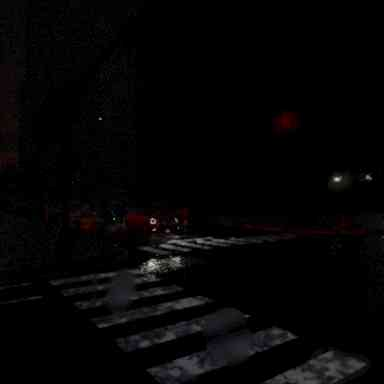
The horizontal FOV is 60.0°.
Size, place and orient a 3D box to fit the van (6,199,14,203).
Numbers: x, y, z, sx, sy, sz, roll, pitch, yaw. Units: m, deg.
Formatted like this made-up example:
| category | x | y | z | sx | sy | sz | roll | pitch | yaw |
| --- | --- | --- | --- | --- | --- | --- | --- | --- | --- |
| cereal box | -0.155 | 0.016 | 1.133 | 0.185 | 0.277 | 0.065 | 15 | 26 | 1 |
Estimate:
| category | x | y | z | sx | sy | sz | roll | pitch | yaw |
| --- | --- | --- | --- | --- | --- | --- | --- | --- | --- |
| van | -27.206 | 2.267 | 51.611 | 1.690 | 1.788 | 3.998 | 0 | -1 | -35 |

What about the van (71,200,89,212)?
| category | x | y | z | sx | sy | sz | roll | pitch | yaw |
| --- | --- | --- | --- | --- | --- | --- | --- | --- | --- |
| van | -18.079 | 2.279 | 53.514 | 1.690 | 1.788 | 3.998 | 0 | -1 | -35 |

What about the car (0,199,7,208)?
| category | x | y | z | sx | sy | sz | roll | pitch | yaw |
| --- | --- | --- | --- | --- | --- | --- | --- | --- | --- |
| car | -42.198 | 2.836 | 72.952 | 1.887 | 1.381 | 4.507 | 0 | -1 | -35 |

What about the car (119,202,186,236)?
| category | x | y | z | sx | sy | sz | roll | pitch | yaw |
| --- | --- | --- | --- | --- | --- | --- | --- | --- | --- |
| car | -2.657 | 1.733 | 21.259 | 2.097 | 1.767 | 4.553 | 1 | -1 | -34 |

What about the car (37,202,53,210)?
| category | x | y | z | sx | sy | sz | roll | pitch | yaw |
| --- | --- | --- | --- | --- | --- | --- | --- | --- | --- |
| car | -27.844 | 2.610 | 62.736 | 1.837 | 1.490 | 4.892 | 1 | -1 | -35 |

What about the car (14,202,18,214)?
| category | x | y | z | sx | sy | sz | roll | pitch | yaw |
| --- | --- | --- | --- | --- | --- | --- | --- | --- | --- |
| car | -21.587 | 2.330 | 43.614 | 1.887 | 1.381 | 4.507 | 0 | -1 | -35 |

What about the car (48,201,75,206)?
| category | x | y | z | sx | sy | sz | roll | pitch | yaw |
| --- | --- | --- | --- | --- | --- | --- | --- | --- | --- |
| car | -14.718 | 2.181 | 38.508 | 2.128 | 1.511 | 4.902 | 1 | -1 | -35 |

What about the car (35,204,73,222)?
| category | x | y | z | sx | sy | sz | roll | pitch | yaw |
| --- | --- | --- | --- | --- | --- | --- | --- | --- | --- |
| car | -13.160 | 2.124 | 31.621 | 2.008 | 1.369 | 4.403 | 0 | -1 | -35 |

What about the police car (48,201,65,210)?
| category | x | y | z | sx | sy | sz | roll | pitch | yaw |
| --- | --- | --- | --- | --- | --- | --- | --- | --- | --- |
| police car | -26.407 | 2.558 | 64.634 | 1.930 | 1.638 | 5.238 | 1 | -1 | -35 |

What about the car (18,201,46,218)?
| category | x | y | z | sx | sy | sz | roll | pitch | yaw |
| --- | --- | --- | --- | --- | --- | --- | --- | --- | --- |
| car | -18.781 | 2.030 | 39.618 | 2.192 | 1.841 | 5.009 | 0 | -1 | -35 |

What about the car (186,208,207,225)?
| category | x | y | z | sx | sy | sz | roll | pitch | yaw |
| --- | --- | --- | --- | --- | --- | --- | --- | --- | --- |
| car | -0.559 | 2.040 | 28.518 | 1.887 | 1.381 | 4.507 | 0 | -1 | -35 |

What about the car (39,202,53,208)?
| category | x | y | z | sx | sy | sz | roll | pitch | yaw |
| --- | --- | --- | --- | --- | --- | --- | --- | --- | --- |
| car | -32.632 | 2.861 | 74.167 | 1.947 | 1.339 | 4.313 | 0 | -1 | -35 |

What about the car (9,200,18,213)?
| category | x | y | z | sx | sy | sz | roll | pitch | yaw |
| --- | --- | --- | --- | --- | --- | --- | --- | --- | --- |
| car | -24.396 | 2.296 | 47.613 | 1.967 | 1.590 | 4.097 | 0 | -1 | -35 |

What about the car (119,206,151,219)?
| category | x | y | z | sx | sy | sz | roll | pitch | yaw |
| --- | --- | --- | --- | --- | --- | --- | --- | --- | --- |
| car | -6.398 | 2.226 | 36.849 | 1.802 | 1.307 | 4.206 | 0 | -1 | -35 |

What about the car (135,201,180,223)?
| category | x | y | z | sx | sy | sz | roll | pitch | yaw |
| --- | --- | --- | --- | --- | --- | --- | --- | --- | --- |
| car | -3.482 | 1.885 | 32.686 | 2.192 | 1.841 | 5.009 | 0 | -1 | -35 |

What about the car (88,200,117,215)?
| category | x | y | z | sx | sy | sz | roll | pitch | yaw |
| --- | --- | --- | --- | --- | --- | --- | --- | --- | --- |
| car | -12.240 | 2.107 | 45.183 | 2.192 | 1.841 | 5.009 | 0 | -1 | -35 |

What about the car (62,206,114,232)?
| category | x | y | z | sx | sy | sz | roll | pitch | yaw |
| --- | --- | --- | --- | --- | --- | --- | --- | --- | --- |
| car | -7.446 | 1.953 | 23.487 | 1.752 | 1.417 | 4.829 | 0 | -1 | -35 |

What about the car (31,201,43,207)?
| category | x | y | z | sx | sy | sz | roll | pitch | yaw |
| --- | --- | --- | --- | --- | --- | --- | --- | --- | --- |
| car | -38.614 | 2.987 | 82.681 | 2.008 | 1.369 | 4.403 | 0 | -1 | -35 |

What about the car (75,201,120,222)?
| category | x | y | z | sx | sy | sz | roll | pitch | yaw |
| --- | --- | --- | --- | --- | --- | --- | --- | --- | --- |
| car | -8.507 | 1.883 | 29.651 | 2.097 | 1.767 | 4.553 | 1 | -1 | -35 |

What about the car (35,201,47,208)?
| category | x | y | z | sx | sy | sz | roll | pitch | yaw |
| --- | --- | --- | --- | --- | --- | --- | --- | --- | --- |
| car | -35.624 | 2.932 | 78.424 | 1.947 | 1.339 | 4.313 | 0 | -1 | -35 |

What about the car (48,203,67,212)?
| category | x | y | z | sx | sy | sz | roll | pitch | yaw |
| --- | --- | --- | --- | --- | --- | --- | --- | --- | --- |
| car | -22.132 | 2.528 | 54.596 | 1.994 | 1.385 | 4.181 | 1 | -1 | -35 |
